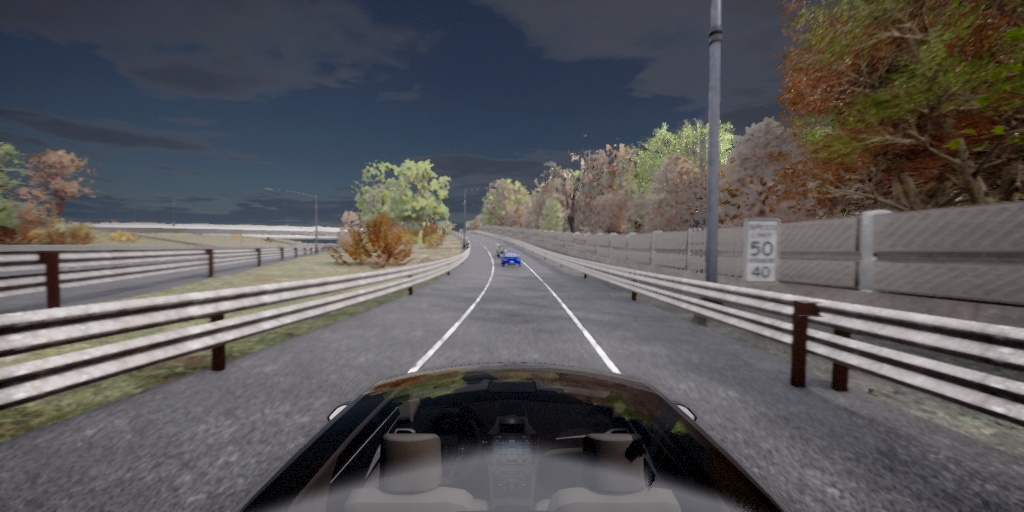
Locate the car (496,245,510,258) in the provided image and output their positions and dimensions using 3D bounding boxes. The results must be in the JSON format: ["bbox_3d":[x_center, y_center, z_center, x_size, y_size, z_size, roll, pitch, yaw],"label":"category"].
[{"bbox_3d":[-1.067,-0.744,49.146,2.097,1.767,4.553,1,5,-5],"label":"car"}]

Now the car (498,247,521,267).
[{"bbox_3d":[-0.171,0.258,37.058,1.882,1.535,5.008,1,3,-4],"label":"car"}]
